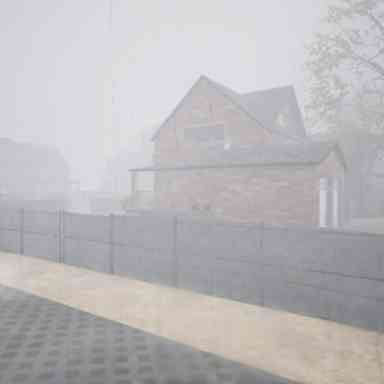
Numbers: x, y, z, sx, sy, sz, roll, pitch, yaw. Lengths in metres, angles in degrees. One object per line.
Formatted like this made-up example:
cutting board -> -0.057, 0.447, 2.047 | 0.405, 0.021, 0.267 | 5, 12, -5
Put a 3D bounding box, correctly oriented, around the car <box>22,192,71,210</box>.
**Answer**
car -> -13.648, 0.869, 30.848 | 2.097, 1.767, 4.553 | 1, 2, 35
